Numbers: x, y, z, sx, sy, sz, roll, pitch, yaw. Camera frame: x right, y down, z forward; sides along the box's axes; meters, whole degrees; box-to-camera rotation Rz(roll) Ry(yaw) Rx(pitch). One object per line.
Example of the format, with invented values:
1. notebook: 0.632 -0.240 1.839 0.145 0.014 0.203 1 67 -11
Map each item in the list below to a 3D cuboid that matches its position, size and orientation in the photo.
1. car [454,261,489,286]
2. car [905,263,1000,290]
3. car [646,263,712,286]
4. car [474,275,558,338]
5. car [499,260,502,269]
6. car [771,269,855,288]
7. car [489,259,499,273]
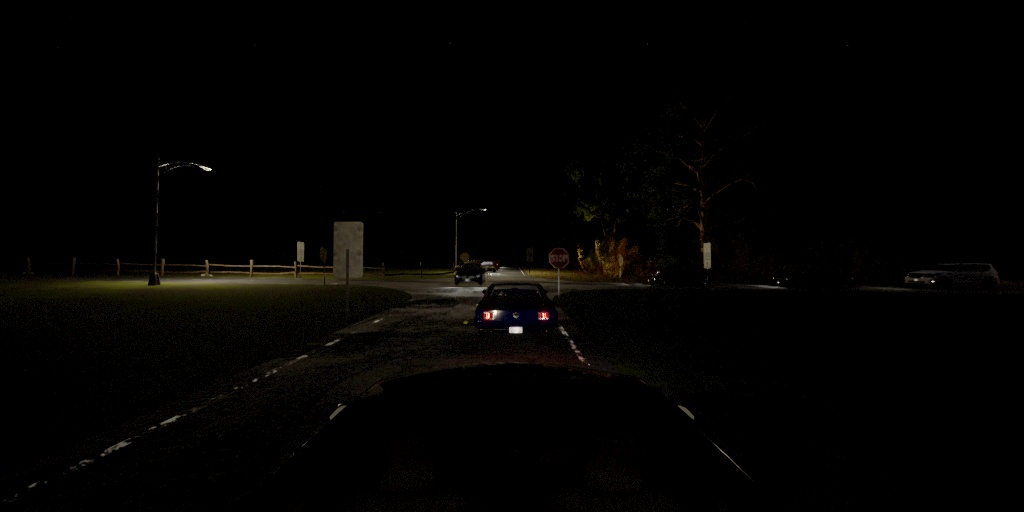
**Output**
1. car: -2.892 1.289 25.377 1.812 1.442 4.674 0 0 0
2. car: 34.131 1.538 27.866 5.566 2.045 2.150 1 -1 0
3. car: 12.819 1.352 27.742 4.553 1.767 2.097 1 -1 1
4. car: 0.088 1.354 10.166 1.895 1.301 4.718 0 0 0
5. car: -2.925 1.280 56.373 1.882 1.535 5.008 0 0 1
6. car: 23.267 1.702 27.774 5.357 1.411 2.033 1 -1 0
7. car: -2.922 1.346 43.267 1.994 1.385 4.181 0 0 1
